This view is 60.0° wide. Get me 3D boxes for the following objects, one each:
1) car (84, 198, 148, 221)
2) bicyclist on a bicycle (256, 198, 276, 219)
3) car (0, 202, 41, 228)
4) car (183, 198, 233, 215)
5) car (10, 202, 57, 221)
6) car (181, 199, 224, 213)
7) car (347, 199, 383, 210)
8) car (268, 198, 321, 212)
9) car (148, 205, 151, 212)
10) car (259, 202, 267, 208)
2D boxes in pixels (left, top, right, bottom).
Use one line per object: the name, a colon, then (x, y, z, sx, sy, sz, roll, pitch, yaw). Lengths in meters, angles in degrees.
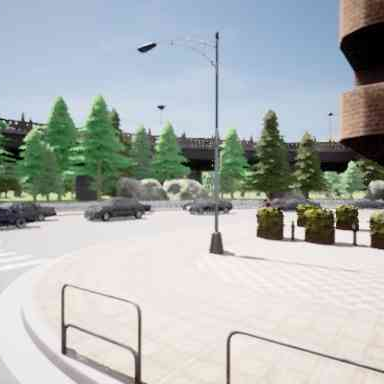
car: (-6.001, 1.235, 25.706, 2.097, 1.767, 4.553, 0, 0, 41)
bicyclist on a bicycle: (4.612, 1.221, 20.257, 0.582, 1.620, 1.656, 0, 0, -44)
car: (-11.456, 1.482, 18.841, 1.895, 1.301, 4.718, 0, 0, 36)
car: (1.742, 1.382, 32.603, 4.902, 1.511, 2.128, 0, 0, -31)
car: (-12.335, 1.418, 23.373, 2.033, 1.411, 5.357, 0, 0, 37)
car: (1.127, 1.446, 36.164, 4.181, 1.385, 1.994, 0, 0, -29)
car: (21.342, 1.490, 40.807, 4.181, 1.385, 1.994, 0, 0, 4)
car: (11.515, 1.455, 36.767, 5.357, 1.411, 2.033, 0, 0, -12)
car: (-6.189, 1.474, 30.734, 4.718, 1.301, 1.895, 0, 0, -44)
car: (10.333, 1.425, 39.833, 4.674, 1.442, 1.812, 0, 0, -13)
